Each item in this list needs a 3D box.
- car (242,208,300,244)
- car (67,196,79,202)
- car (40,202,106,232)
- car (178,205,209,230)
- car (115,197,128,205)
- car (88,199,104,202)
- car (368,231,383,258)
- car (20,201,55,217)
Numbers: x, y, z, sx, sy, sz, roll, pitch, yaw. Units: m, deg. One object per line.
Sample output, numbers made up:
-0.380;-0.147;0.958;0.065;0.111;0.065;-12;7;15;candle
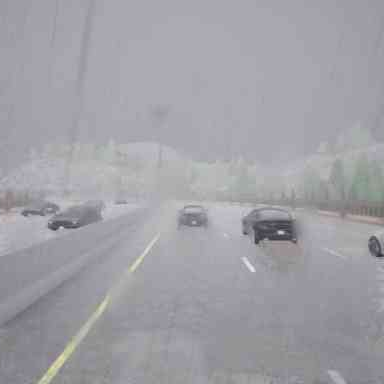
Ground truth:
3.608;1.490;15.933;1.882;1.535;5.008;0;0;0;car
-25.649;1.679;71.777;1.882;1.535;5.008;0;0;-30;car
-7.092;1.569;20.753;2.033;1.411;5.357;0;0;0;car
0.110;1.548;20.979;1.812;1.442;4.674;0;0;0;car
-13.317;1.728;62.196;2.033;1.411;5.357;0;0;-20;car
-11.313;1.565;38.996;2.128;1.511;4.902;0;0;-7;car
7.106;1.532;9.769;1.812;1.442;4.674;0;0;0;car
-14.212;1.594;31.600;2.033;1.411;5.357;0;0;-2;car
